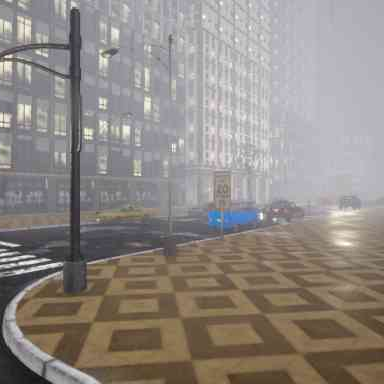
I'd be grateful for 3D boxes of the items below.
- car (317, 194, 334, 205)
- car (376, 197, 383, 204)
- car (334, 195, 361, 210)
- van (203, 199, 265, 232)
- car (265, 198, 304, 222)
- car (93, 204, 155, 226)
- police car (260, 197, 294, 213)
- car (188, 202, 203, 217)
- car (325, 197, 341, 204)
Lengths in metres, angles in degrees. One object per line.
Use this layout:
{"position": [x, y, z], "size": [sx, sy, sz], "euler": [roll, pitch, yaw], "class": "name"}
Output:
{"position": [25.066, 1.381, 62.554], "size": [2.192, 1.841, 5.009], "euler": [0, 0, 38], "class": "car"}
{"position": [38.092, 1.658, 66.577], "size": [1.947, 1.339, 4.313], "euler": [0, 0, 38], "class": "car"}
{"position": [21.149, 1.368, 44.515], "size": [2.192, 1.841, 5.009], "euler": [0, 0, 38], "class": "car"}
{"position": [2.638, 1.368, 20.230], "size": [1.690, 1.788, 3.998], "euler": [0, 0, 38], "class": "van"}
{"position": [7.593, 1.472, 26.864], "size": [1.967, 1.590, 4.097], "euler": [0, 0, 38], "class": "car"}
{"position": [-4.755, 1.540, 23.935], "size": [1.752, 1.417, 4.829], "euler": [0, 0, 38], "class": "car"}
{"position": [9.953, 1.459, 38.662], "size": [1.930, 1.638, 5.238], "euler": [0, 0, 38], "class": "police car"}
{"position": [1.344, 1.604, 31.665], "size": [1.802, 1.307, 4.206], "euler": [0, 0, 38], "class": "car"}
{"position": [28.454, 1.624, 66.966], "size": [2.008, 1.369, 4.403], "euler": [0, 0, 38], "class": "car"}
